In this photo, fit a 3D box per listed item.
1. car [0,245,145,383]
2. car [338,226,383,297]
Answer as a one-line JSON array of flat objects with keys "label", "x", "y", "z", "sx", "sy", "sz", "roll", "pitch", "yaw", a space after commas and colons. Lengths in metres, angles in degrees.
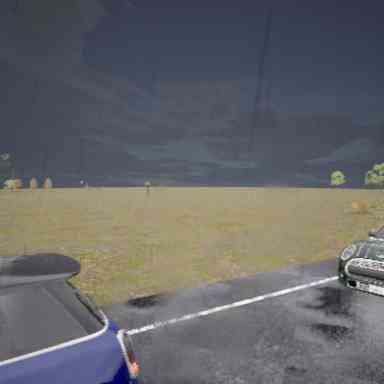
[{"label": "car", "x": -2.632, "y": 1.351, "z": 2.112, "sx": 4.553, "sy": 1.767, "sz": 2.097, "roll": 0, "pitch": 0, "yaw": -35}, {"label": "car", "x": 5.512, "y": 1.357, "z": 7.927, "sx": 4.553, "sy": 1.767, "sz": 2.097, "roll": 0, "pitch": 0, "yaw": -35}]
